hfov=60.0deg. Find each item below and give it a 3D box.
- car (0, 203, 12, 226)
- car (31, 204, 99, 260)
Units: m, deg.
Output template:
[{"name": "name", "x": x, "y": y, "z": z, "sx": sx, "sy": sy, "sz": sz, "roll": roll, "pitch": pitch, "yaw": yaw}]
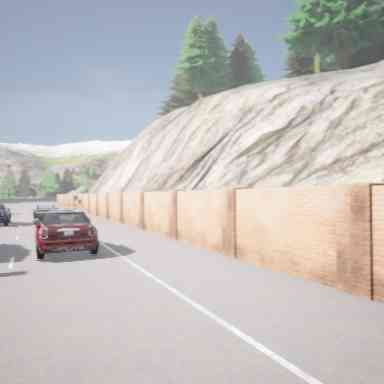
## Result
[{"name": "car", "x": -14.973, "y": 1.627, "z": 25.282, "sx": 2.097, "sy": 1.767, "sz": 4.553, "roll": 0, "pitch": 0, "yaw": -26}, {"name": "car", "x": -5.181, "y": 1.470, "z": 13.393, "sx": 2.097, "sy": 1.767, "sz": 4.553, "roll": 0, "pitch": 0, "yaw": -26}]
